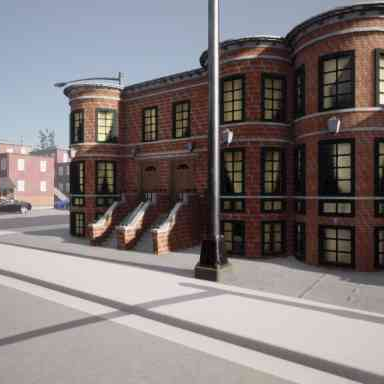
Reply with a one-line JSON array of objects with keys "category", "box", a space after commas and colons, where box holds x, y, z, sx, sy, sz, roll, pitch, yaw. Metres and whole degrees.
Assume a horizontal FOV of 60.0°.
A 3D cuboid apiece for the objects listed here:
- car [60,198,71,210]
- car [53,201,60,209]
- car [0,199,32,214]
[{"category": "car", "box": [-13.338, 1.599, 41.185, 1.895, 1.301, 4.718, 0, 0, 36]}, {"category": "car", "box": [-15.740, 1.478, 43.847, 1.882, 1.535, 5.008, 0, 0, 35]}, {"category": "car", "box": [-18.780, 1.492, 33.586, 2.128, 1.511, 4.902, 0, 0, 36]}]
